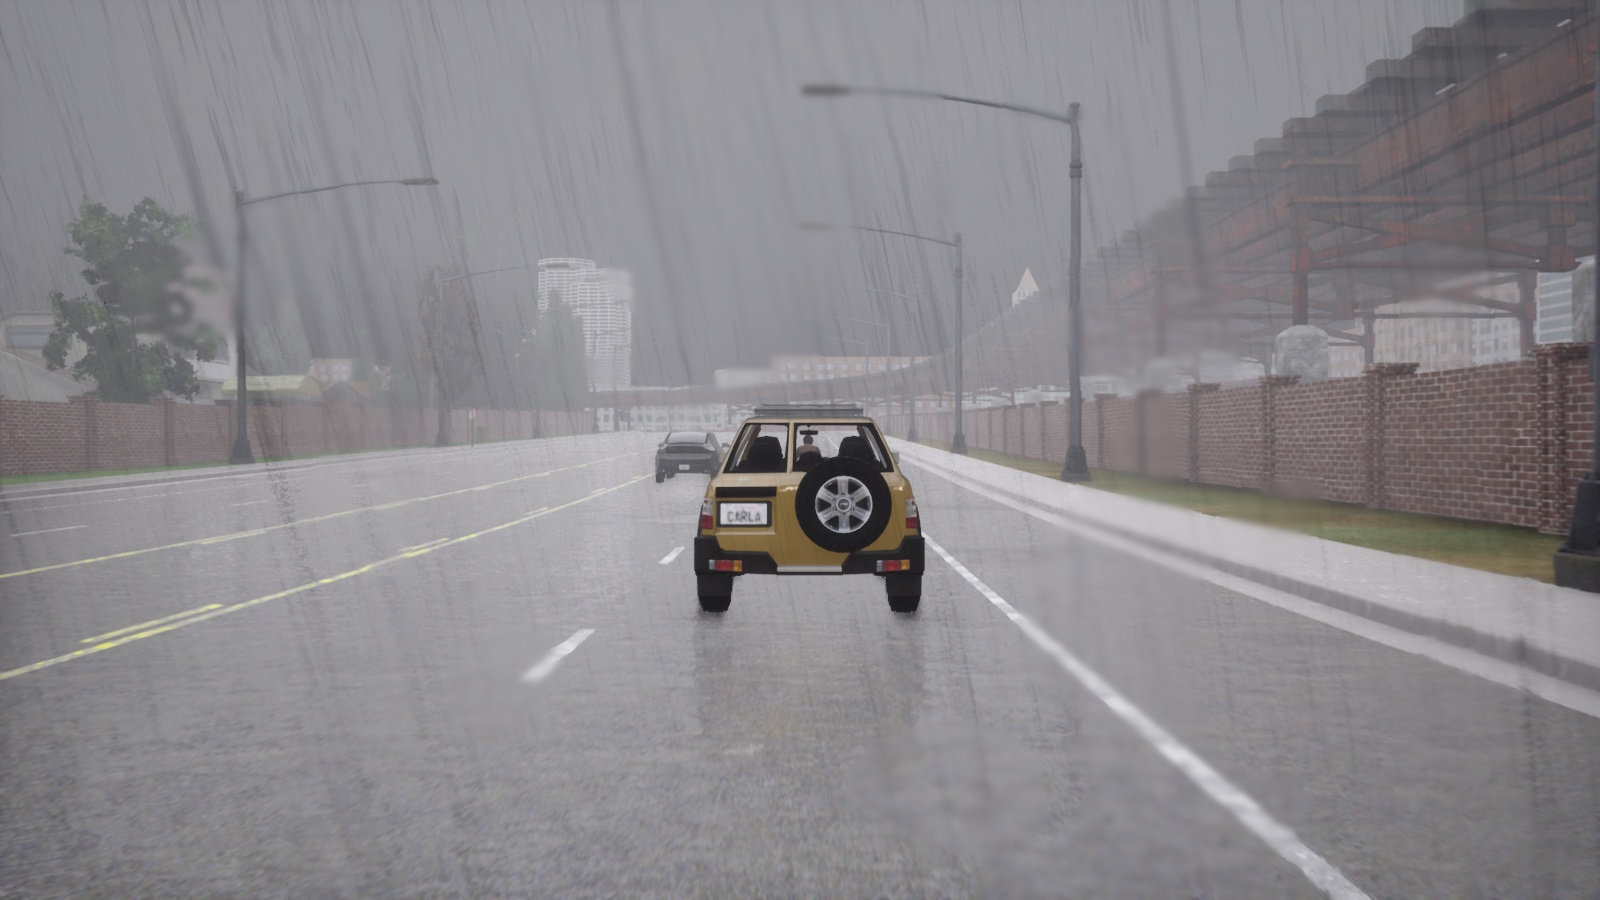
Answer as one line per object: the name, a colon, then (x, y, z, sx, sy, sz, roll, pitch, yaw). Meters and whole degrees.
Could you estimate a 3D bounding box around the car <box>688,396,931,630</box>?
car: (0.087, 0.480, 12.270, 1.932, 1.855, 4.605, 0, 1, 0)

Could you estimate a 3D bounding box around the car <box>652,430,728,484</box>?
car: (-3.263, 0.161, 38.005, 1.837, 1.490, 4.892, 0, 2, 0)
